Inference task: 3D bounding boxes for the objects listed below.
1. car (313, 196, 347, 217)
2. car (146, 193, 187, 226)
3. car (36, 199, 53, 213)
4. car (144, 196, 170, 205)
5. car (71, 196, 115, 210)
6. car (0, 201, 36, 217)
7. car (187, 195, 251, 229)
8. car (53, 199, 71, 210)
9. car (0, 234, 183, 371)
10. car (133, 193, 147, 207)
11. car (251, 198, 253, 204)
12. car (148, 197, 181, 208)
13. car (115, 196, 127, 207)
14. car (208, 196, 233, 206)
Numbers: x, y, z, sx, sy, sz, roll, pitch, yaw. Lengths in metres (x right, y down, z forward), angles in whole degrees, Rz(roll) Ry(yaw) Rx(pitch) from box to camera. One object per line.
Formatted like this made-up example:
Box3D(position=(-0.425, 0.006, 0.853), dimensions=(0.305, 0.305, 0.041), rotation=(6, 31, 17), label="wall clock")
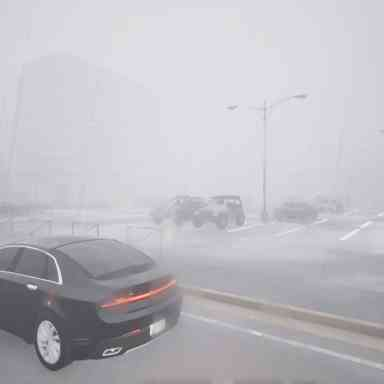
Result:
Box3D(position=(13.796, 1.395, 33.136), dimensions=(1.970, 1.475, 3.806), rotation=(0, 0, 34), label="car")
Box3D(position=(-0.617, 1.153, 21.873), dimensions=(1.932, 1.855, 4.605), rotation=(0, 0, 34), label="car")
Box3D(position=(-17.455, 1.601, 34.732), dimensions=(1.895, 1.301, 4.718), rotation=(0, 0, 34), label="car")
Box3D(position=(-6.007, 1.525, 57.912), dimensions=(1.812, 1.442, 4.674), rotation=(0, 0, 35), label="car")
Box3D(position=(-12.452, 1.525, 42.143), dimensions=(1.812, 1.442, 4.674), rotation=(0, 0, 34), label="car")
Box3D(position=(-16.696, 1.525, 29.201), dimensions=(1.812, 1.442, 4.674), rotation=(0, 0, 34), label="car")
Box3D(position=(1.747, 1.156, 20.203), dimensions=(1.905, 1.878, 3.866), rotation=(0, 0, 34), label="car")
Box3D(position=(-17.126, 1.547, 41.486), dimensions=(2.033, 1.411, 5.357), rotation=(0, 0, 34), label="car")
Box3D(position=(-2.416, 1.505, 5.725), dimensions=(4.892, 1.490, 1.837), rotation=(0, 0, 36), label="car")
Box3D(position=(-6.564, 1.221, 50.853), dimensions=(2.150, 2.045, 5.566), rotation=(0, 0, 34), label="car")
Box3D(position=(9.892, 1.505, 62.446), dimensions=(1.837, 1.490, 4.892), rotation=(0, 0, 34), label="car")
Box3D(position=(-3.901, 1.491, 48.229), dimensions=(2.128, 1.511, 4.902), rotation=(0, 0, 34), label="car")
Box3D(position=(-11.788, 1.352, 49.403), dimensions=(2.097, 1.767, 4.553), rotation=(0, 0, 34), label="car")
Box3D(position=(4.770, 1.491, 54.838), dimensions=(2.128, 1.511, 4.902), rotation=(0, 0, 34), label="car")
